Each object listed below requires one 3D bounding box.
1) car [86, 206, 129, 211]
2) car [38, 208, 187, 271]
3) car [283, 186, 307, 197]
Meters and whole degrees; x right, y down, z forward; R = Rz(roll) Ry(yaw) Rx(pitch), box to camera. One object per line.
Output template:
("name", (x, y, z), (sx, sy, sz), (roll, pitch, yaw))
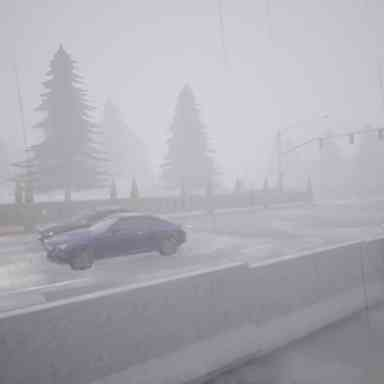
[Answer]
("car", (-3.874, 1.403, 14.120), (4.892, 1.490, 1.837), (-2, 1, -35))
("car", (-2.323, 1.440, 10.913), (4.674, 1.442, 1.812), (-2, 1, -36))
("car", (14.751, -0.017, 47.253), (2.097, 1.767, 4.553), (-3, 1, -35))
